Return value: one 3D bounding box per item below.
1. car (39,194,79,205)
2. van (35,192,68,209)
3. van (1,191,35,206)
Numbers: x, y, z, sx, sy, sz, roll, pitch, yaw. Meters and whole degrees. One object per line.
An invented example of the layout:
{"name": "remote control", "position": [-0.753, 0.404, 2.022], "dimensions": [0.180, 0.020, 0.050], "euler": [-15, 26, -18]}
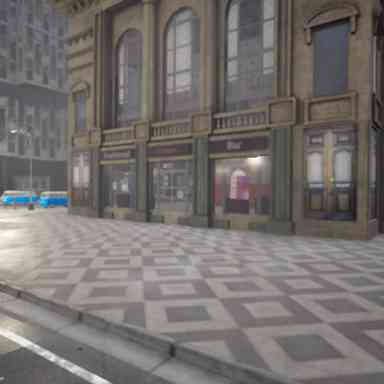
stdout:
{"name": "car", "position": [-18.157, 0.982, 45.609], "dimensions": [1.752, 1.417, 4.829], "euler": [1, 1, 36]}
{"name": "van", "position": [-14.417, 0.898, 36.208], "dimensions": [1.690, 1.788, 3.998], "euler": [1, 1, 36]}
{"name": "van", "position": [-21.338, 0.808, 41.186], "dimensions": [1.690, 1.788, 3.998], "euler": [1, 1, 36]}
